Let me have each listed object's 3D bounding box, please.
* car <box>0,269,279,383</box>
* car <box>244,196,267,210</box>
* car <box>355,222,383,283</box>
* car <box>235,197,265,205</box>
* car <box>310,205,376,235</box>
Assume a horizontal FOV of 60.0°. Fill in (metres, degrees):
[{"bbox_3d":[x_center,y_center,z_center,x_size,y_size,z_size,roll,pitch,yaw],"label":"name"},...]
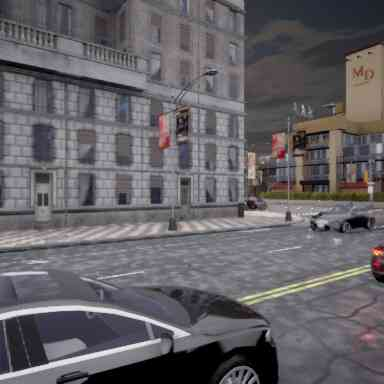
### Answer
[{"bbox_3d":[-1.321,1.491,2.921,4.902,1.511,2.128,0,0,-34],"label":"car"},{"bbox_3d":[7.522,1.354,42.876,2.097,1.767,4.553,0,0,-36],"label":"car"},{"bbox_3d":[6.273,1.526,8.356,4.674,1.442,1.812,0,0,-36],"label":"car"},{"bbox_3d":[10.201,1.547,58.903,2.033,1.411,5.357,0,0,-37],"label":"car"},{"bbox_3d":[8.692,1.491,19.044,4.902,1.511,2.128,0,0,-39],"label":"car"}]
